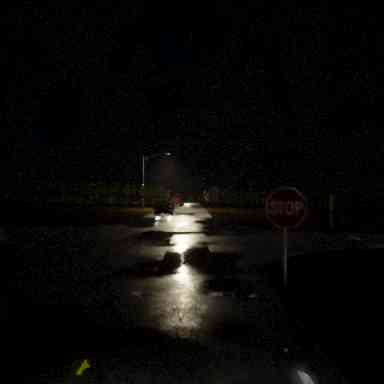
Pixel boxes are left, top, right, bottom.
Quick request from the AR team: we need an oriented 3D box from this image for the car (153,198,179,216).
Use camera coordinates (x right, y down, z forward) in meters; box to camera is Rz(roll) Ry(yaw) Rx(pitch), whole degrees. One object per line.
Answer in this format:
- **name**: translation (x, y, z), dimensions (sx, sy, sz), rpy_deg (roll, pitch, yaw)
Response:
- **car**: translation (-2.758, 1.637, 33.849), dimensions (2.033, 1.411, 5.357), rpy_deg (0, 0, 0)

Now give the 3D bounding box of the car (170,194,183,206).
- **car**: translation (-2.758, 1.418, 61.023), dimensions (2.150, 2.045, 5.566), rpy_deg (0, -1, 0)
